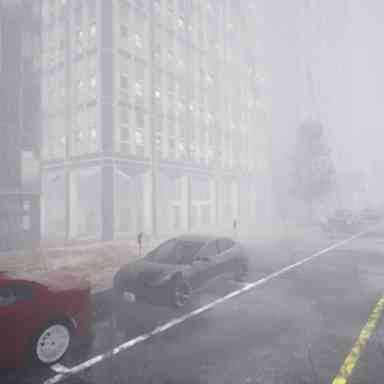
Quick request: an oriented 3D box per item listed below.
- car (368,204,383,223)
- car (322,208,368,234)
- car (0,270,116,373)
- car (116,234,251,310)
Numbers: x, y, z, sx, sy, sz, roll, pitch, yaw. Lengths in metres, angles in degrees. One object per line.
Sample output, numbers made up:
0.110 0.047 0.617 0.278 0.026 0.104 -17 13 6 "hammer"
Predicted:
16.898 2.122 31.358 1.802 1.307 4.206 -1 -1 37 "car"
10.137 1.871 22.290 1.967 1.590 4.097 -1 -1 37 "car"
-3.382 1.752 4.143 1.887 1.381 4.507 -2 -1 37 "car"
-0.002 1.830 8.679 1.947 1.339 4.313 -1 -1 37 "car"
